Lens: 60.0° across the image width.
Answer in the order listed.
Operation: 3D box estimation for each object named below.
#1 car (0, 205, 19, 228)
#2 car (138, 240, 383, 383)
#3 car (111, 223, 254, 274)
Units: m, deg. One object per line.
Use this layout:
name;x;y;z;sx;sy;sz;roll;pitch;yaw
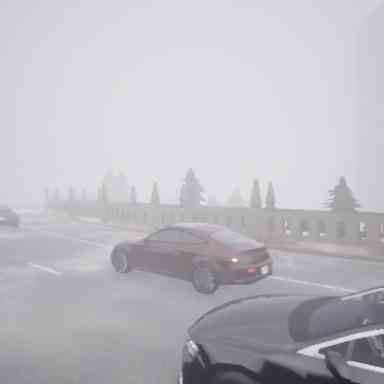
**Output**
car;-12.455;1.534;21.197;1.994;1.385;4.181;0;0;-39
car;2.118;1.507;2.609;4.902;1.511;2.128;0;0;35
car;-0.173;1.539;8.786;4.674;1.442;1.812;0;0;39
